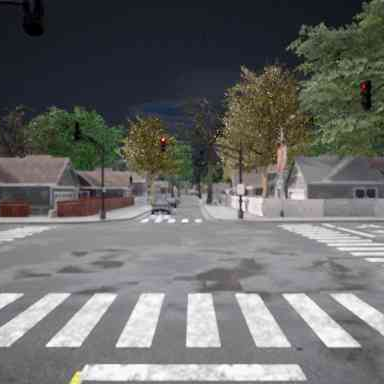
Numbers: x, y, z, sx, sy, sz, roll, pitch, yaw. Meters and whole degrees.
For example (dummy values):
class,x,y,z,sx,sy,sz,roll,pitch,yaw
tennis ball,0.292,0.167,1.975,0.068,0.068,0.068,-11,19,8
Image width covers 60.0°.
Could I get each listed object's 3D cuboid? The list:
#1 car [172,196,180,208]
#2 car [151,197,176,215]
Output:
class,x,y,z,sx,sy,sz,roll,pitch,yaw
car,-3.075,1.491,46.619,1.882,1.535,5.008,0,0,0
car,-3.067,1.553,34.394,2.033,1.411,5.357,0,0,0
